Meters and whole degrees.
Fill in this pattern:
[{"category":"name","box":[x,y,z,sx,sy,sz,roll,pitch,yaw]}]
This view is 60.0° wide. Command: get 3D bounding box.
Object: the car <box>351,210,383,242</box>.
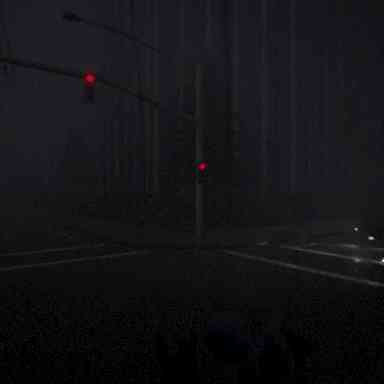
[{"category":"car","box":[9.416,1.475,15.010,5.357,1.411,2.033,0,0,-36]}]
